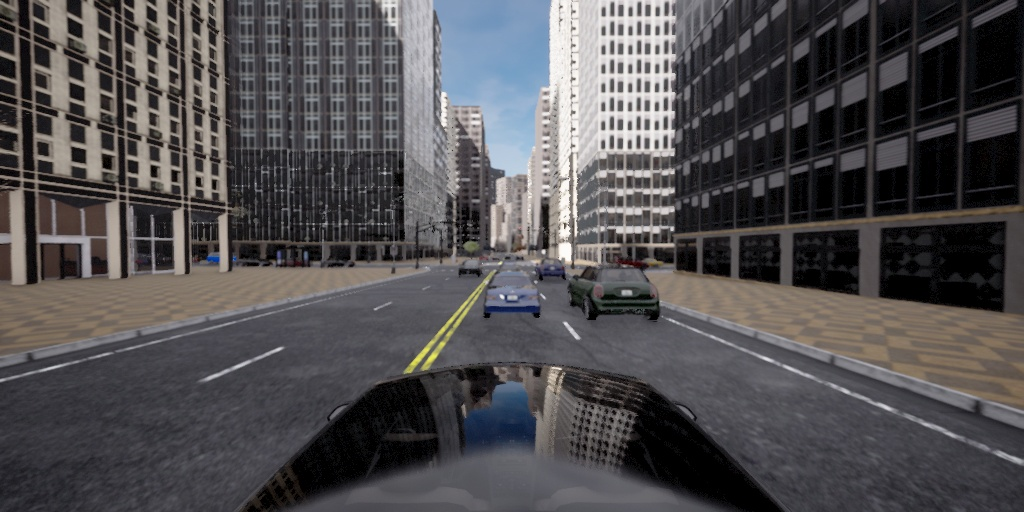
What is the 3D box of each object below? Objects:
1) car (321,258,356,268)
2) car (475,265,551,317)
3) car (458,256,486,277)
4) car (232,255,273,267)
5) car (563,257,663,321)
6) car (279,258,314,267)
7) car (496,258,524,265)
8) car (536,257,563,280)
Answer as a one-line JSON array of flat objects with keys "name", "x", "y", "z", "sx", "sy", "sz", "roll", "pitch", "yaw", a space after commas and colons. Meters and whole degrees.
[{"name": "car", "x": -23.261, "y": 0.939, "z": 48.098, "sx": 4.313, "sy": 1.339, "sz": 1.948, "roll": 0, "pitch": 0, "yaw": 0}, {"name": "car", "x": -0.014, "y": 1.231, "z": 12.838, "sx": 2.033, "sy": 1.411, "sz": 5.357, "roll": 0, "pitch": 0, "yaw": -1}, {"name": "car", "x": -3.659, "y": 1.044, "z": 32.282, "sx": 1.882, "sy": 1.535, "sz": 5.008, "roll": 0, "pitch": 0, "yaw": 0}, {"name": "car", "x": -34.629, "y": 0.855, "z": 48.269, "sx": 4.313, "sy": 1.339, "sz": 1.948, "roll": 0, "pitch": 0, "yaw": 0}, {"name": "car", "x": 3.231, "y": 1.036, "z": 12.258, "sx": 2.097, "sy": 1.767, "sz": 4.553, "roll": 0, "pitch": 1, "yaw": 0}, {"name": "car", "x": -28.947, "y": 0.914, "z": 48.163, "sx": 4.207, "sy": 1.307, "sz": 1.802, "roll": 0, "pitch": 0, "yaw": 0}, {"name": "car", "x": -0.220, "y": 1.135, "z": 30.562, "sx": 1.994, "sy": 1.385, "sz": 4.181, "roll": 0, "pitch": 0, "yaw": -1}, {"name": "car", "x": 3.046, "y": 0.926, "z": 29.273, "sx": 2.097, "sy": 1.767, "sz": 4.553, "roll": 0, "pitch": 0, "yaw": -1}]
